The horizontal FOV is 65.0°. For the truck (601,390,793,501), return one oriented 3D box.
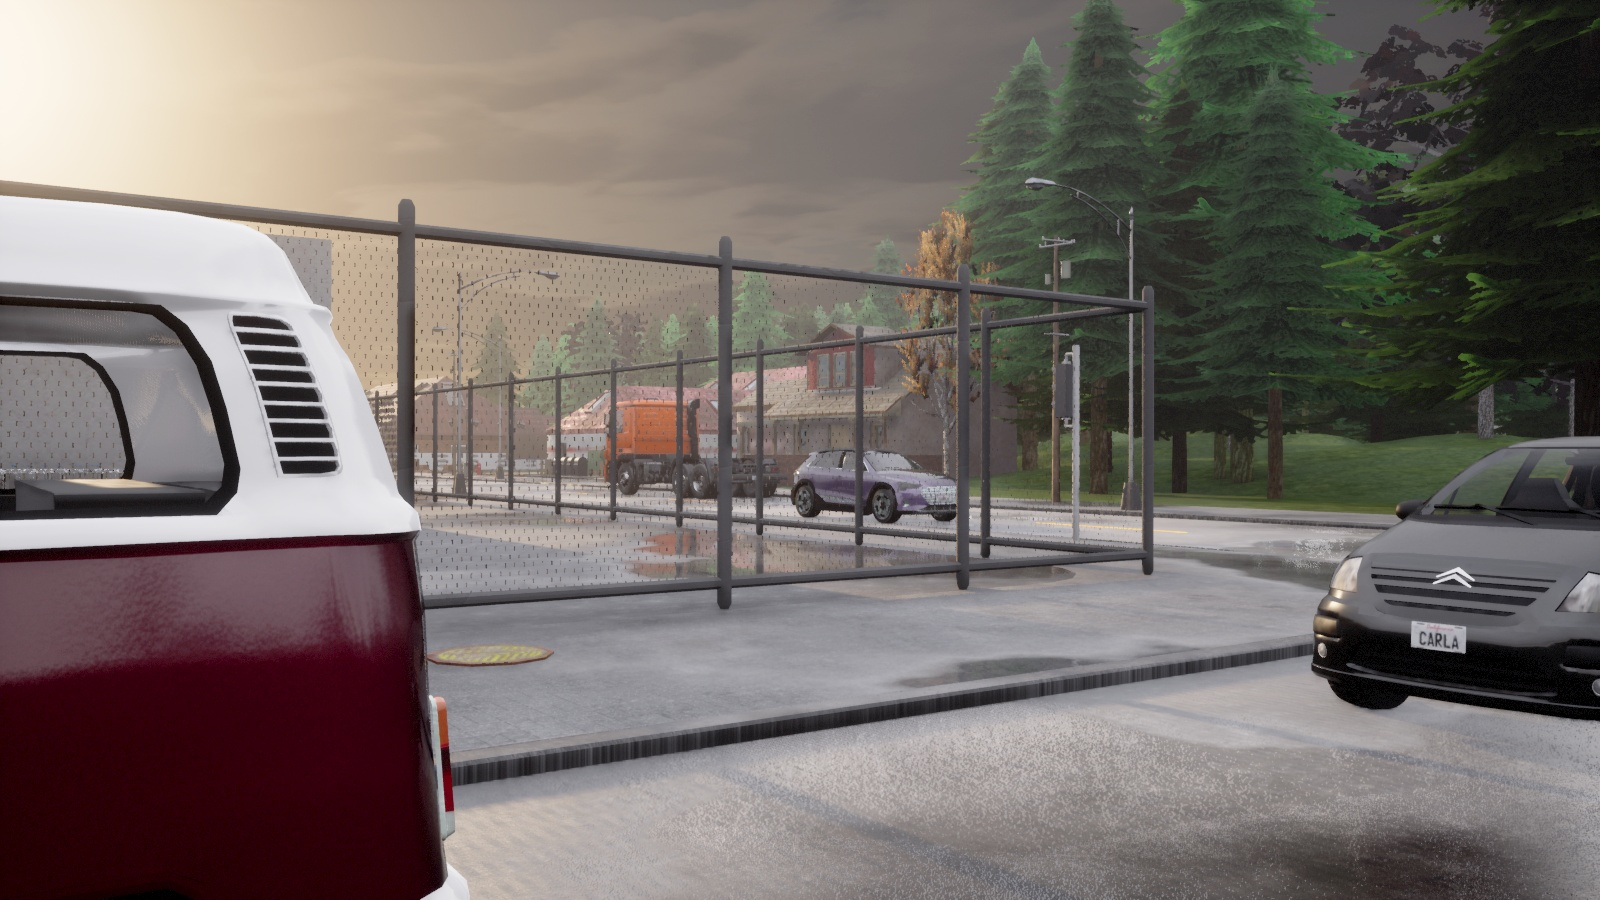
[{"bbox_3d":[-3.727,-0.123,43.236,2.891,3.462,7.936,0,0,-36],"label":"truck"}]

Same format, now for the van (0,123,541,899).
[{"bbox_3d":[-2.974,0.480,2.203,4.480,2.038,2.069,0,0,-35],"label":"van"}]

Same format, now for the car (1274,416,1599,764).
[{"bbox_3d":[4.842,0.651,7.619,3.988,1.617,1.851,0,0,-38],"label":"car"}]

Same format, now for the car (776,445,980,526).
[{"bbox_3d":[1.655,0.741,28.422,2.033,1.649,4.856,0,0,-35],"label":"car"}]
